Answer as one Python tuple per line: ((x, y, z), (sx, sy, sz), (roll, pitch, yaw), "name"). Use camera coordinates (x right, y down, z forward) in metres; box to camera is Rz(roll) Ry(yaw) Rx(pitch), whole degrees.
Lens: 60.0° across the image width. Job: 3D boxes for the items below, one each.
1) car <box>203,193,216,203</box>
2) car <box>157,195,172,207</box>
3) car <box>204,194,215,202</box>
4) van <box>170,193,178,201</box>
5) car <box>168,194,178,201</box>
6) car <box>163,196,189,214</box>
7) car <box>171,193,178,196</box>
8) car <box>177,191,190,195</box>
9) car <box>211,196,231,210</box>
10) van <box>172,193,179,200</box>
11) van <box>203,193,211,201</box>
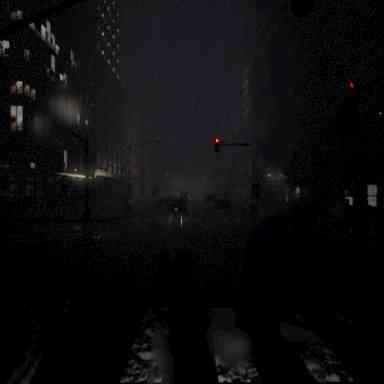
((3.684, 1.199, 64.498), (2.192, 1.841, 5.009), (0, 0, 0), "car")
((-4.101, 1.508, 47.871), (1.802, 1.307, 4.206), (0, 0, 0), "car")
((3.652, 1.309, 70.027), (1.967, 1.590, 4.097), (0, 0, 0), "car")
((-4.292, 1.179, 81.036), (1.690, 1.788, 3.998), (0, 0, 0), "van")
((-4.260, 1.293, 75.509), (1.967, 1.590, 4.097), (0, 0, 0), "car")
((-1.557, 1.446, 35.355), (2.128, 1.511, 4.902), (0, 0, 1), "car")
((-4.196, 1.450, 64.454), (1.947, 1.339, 4.313), (0, 0, 0), "car")
((-1.653, 0.905, 68.118), (2.150, 2.045, 5.566), (0, 0, 0), "car")
((3.860, 1.504, 42.390), (1.947, 1.339, 4.313), (0, 0, 0), "car")
((-4.324, 1.163, 86.563), (1.690, 1.788, 3.998), (0, 0, 0), "van")
((3.588, 1.178, 81.081), (1.690, 1.788, 3.998), (0, 0, 0), "van")
